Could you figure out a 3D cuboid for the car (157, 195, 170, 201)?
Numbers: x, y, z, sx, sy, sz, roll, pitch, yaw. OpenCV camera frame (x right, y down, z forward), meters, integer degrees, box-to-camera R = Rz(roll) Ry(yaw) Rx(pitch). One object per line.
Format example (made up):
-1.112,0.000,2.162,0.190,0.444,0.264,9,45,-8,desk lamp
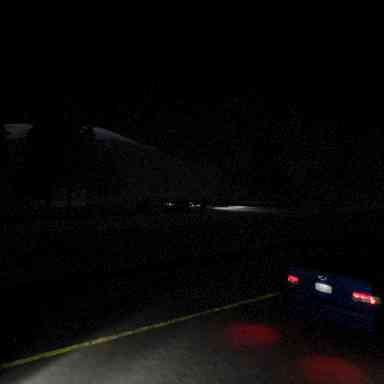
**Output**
-4.960,1.491,67.631,2.128,1.511,4.902,0,0,-17,car

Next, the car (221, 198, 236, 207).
5.148,1.564,52.574,1.994,1.385,4.181,0,0,-29,car

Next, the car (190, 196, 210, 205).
1.380,1.526,60.451,1.812,1.442,4.674,0,0,-22,car

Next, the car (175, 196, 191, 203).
-1.886,1.547,69.458,2.033,1.411,5.357,0,0,-18,car

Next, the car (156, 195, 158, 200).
-7.369,1.540,77.679,2.033,1.411,5.357,0,0,-10,car

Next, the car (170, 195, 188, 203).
-1.957,1.564,59.387,1.994,1.385,4.181,0,0,-21,car

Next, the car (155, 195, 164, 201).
-8.504,1.523,87.960,2.033,1.411,5.357,0,0,-3,car

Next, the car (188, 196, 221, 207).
1.840,1.491,51.322,2.128,1.511,4.902,0,0,-27,car

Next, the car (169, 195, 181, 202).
-4.127,1.525,79.615,2.128,1.511,4.902,0,0,-10,car

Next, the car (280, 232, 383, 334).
4.101,1.547,6.661,5.357,1.411,2.033,0,0,-35,car
